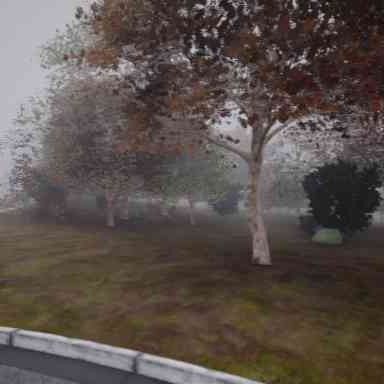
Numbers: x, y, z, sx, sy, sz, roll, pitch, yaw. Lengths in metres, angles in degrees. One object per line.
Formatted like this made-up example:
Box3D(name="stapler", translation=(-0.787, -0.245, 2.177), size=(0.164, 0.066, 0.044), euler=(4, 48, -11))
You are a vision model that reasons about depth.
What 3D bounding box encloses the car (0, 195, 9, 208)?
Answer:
Box3D(name="car", translation=(-23.383, 1.106, 41.036), size=(1.882, 1.535, 5.008), euler=(-1, 1, -17))
